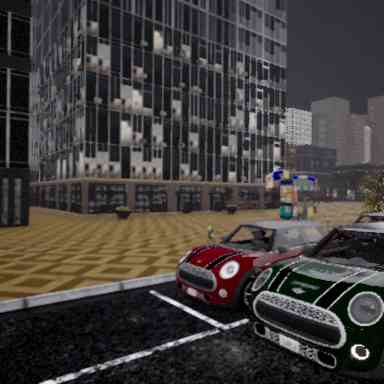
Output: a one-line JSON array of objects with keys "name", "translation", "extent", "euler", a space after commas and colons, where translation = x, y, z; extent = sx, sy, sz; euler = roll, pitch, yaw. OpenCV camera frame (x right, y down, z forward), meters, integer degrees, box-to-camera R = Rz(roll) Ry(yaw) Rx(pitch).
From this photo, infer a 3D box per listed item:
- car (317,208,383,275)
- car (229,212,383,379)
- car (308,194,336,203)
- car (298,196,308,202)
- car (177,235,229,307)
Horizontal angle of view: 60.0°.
[{"name": "car", "translation": [6.231, 1.417, 10.952], "extent": [4.097, 1.590, 1.967], "euler": [0, 1, -36]}, {"name": "car", "translation": [3.070, 1.341, 5.568], "extent": [4.553, 1.767, 2.097], "euler": [0, 0, -36]}, {"name": "car", "translation": [28.917, 1.395, 72.924], "extent": [2.192, 1.841, 5.009], "euler": [0, -1, -35]}, {"name": "car", "translation": [25.727, 1.546, 77.467], "extent": [1.967, 1.590, 4.097], "euler": [0, -1, -35]}, {"name": "car", "translation": [1.631, 1.429, 7.677], "extent": [4.097, 1.590, 1.967], "euler": [0, 1, -35]}]
